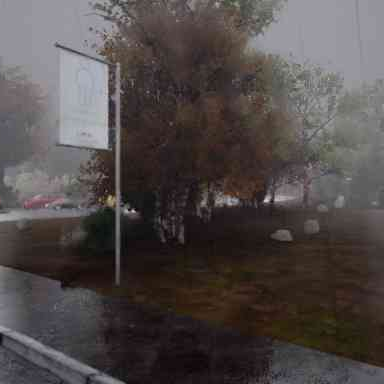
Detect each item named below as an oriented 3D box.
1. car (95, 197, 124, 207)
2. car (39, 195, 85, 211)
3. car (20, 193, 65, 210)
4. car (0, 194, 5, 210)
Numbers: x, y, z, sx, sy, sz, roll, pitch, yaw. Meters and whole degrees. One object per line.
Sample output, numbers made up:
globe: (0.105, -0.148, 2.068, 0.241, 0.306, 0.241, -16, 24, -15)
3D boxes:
car: (-12.309, 1.427, 50.188, 1.882, 1.535, 5.008, 0, 0, 38)
car: (-15.421, 1.474, 40.535, 2.128, 1.511, 4.902, 0, 0, 38)
car: (-18.608, 1.205, 42.143, 2.150, 2.045, 5.566, 0, 0, 38)
car: (-21.604, 1.215, 32.786, 2.150, 2.045, 5.566, 0, 0, 39)
